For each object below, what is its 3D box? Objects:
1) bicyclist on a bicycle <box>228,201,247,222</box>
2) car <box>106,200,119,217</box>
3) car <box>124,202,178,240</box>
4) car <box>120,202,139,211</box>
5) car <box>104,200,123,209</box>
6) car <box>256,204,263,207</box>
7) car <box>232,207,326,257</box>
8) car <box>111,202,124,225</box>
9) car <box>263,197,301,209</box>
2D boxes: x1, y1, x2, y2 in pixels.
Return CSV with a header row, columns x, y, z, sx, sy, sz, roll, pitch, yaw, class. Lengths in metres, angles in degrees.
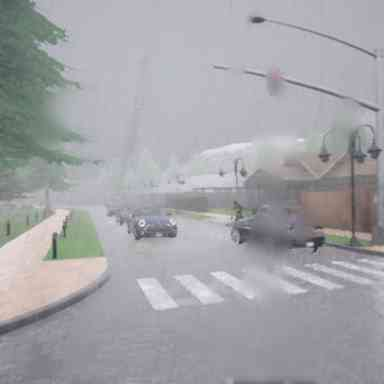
x,y,z,sx,sy,sz,roll,pitch,yaw,class
3.427,1.469,25.081,1.656,1.620,0.582,0,0,-18,bicyclist on a bicycle
-8.273,1.960,36.814,1.837,1.490,4.892,-1,-1,-18,car
-2.292,1.552,18.430,2.097,1.767,4.553,-1,-1,-18,car
-9.616,2.209,50.927,1.895,1.301,4.718,-1,-1,-24,car
-14.134,2.244,59.813,2.128,1.511,4.902,0,-1,-30,car
7.358,1.353,29.363,3.866,1.878,1.905,-1,-1,-18,car
3.235,1.571,13.463,2.128,1.511,4.902,0,-1,-17,car
-5.059,1.810,26.989,2.128,1.511,4.902,-1,-1,-18,car
8.505,1.314,27.092,4.605,1.855,1.932,-1,-1,-18,car
